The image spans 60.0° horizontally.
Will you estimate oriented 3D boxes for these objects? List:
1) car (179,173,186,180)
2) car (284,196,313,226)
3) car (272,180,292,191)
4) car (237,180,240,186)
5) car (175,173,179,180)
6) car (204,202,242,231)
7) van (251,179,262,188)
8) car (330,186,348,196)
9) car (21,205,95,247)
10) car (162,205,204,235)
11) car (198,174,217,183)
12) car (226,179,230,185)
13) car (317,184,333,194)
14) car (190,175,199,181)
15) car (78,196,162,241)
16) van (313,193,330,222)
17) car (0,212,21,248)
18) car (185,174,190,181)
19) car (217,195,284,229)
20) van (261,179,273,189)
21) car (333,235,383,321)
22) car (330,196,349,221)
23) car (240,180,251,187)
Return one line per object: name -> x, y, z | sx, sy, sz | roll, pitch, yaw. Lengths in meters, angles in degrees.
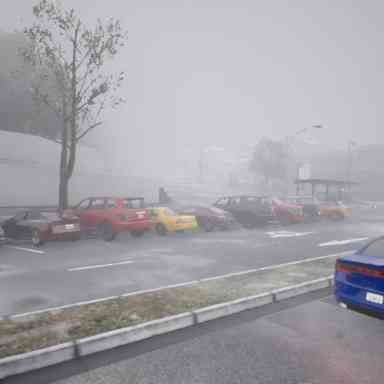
car -> -0.737, -4.088, 92.690 | 2.185, 1.767, 4.553 | 4, 1, 34
car -> 5.304, 1.265, 23.854 | 5.566, 2.045, 2.435 | -1, -1, 35
car -> 18.326, -0.996, 65.599 | 2.231, 1.521, 4.892 | 7, 3, 35
car -> 11.451, -2.047, 75.498 | 2.002, 1.452, 4.674 | 7, 4, 35
car -> -2.504, -4.366, 95.041 | 2.435, 2.045, 5.566 | 1, -1, 35
car -> 0.357, 1.547, 20.401 | 4.674, 1.452, 2.002 | -1, -1, 35
van -> 14.847, -1.767, 70.439 | 1.878, 1.987, 4.442 | 7, 4, 35
car -> 25.207, 0.133, 55.727 | 2.002, 1.452, 4.674 | 7, 3, 35
car -> -7.025, 1.523, 15.216 | 4.792, 1.488, 2.163 | -1, -1, 35
car -> -2.253, 1.502, 18.779 | 5.366, 1.575, 1.946 | -1, -1, 35
car -> 4.624, -3.179, 85.484 | 1.946, 1.575, 5.366 | 7, 3, 34
car -> 9.714, -2.321, 77.963 | 2.002, 1.452, 4.674 | 7, 3, 35
car -> 23.521, -0.430, 58.202 | 2.435, 2.045, 5.566 | 7, 3, 35
car -> 2.777, -3.702, 87.747 | 2.435, 2.045, 5.566 | 7, 3, 34
car -> -4.577, 1.247, 16.956 | 5.566, 2.045, 2.435 | -1, -1, 35
van -> 7.846, 1.295, 25.518 | 4.442, 1.987, 1.878 | -1, -1, 35
car -> -9.448, 1.493, 13.474 | 4.892, 1.521, 2.231 | -1, -1, 35
car -> 0.988, -3.854, 90.217 | 2.185, 1.767, 4.553 | 6, 3, 34
car -> 2.788, 1.261, 22.154 | 5.566, 2.045, 2.435 | -1, -1, 35
van -> 16.571, -1.494, 67.964 | 1.878, 1.987, 4.442 | 7, 4, 35
car -> 4.841, 1.487, 6.560 | 5.008, 1.535, 1.882 | 0, 0, -35
car -> 10.259, 1.401, 27.264 | 4.553, 1.767, 2.185 | -1, -1, 35
car -> 13.278, -1.815, 73.174 | 1.946, 1.575, 5.366 | 7, 3, 35
